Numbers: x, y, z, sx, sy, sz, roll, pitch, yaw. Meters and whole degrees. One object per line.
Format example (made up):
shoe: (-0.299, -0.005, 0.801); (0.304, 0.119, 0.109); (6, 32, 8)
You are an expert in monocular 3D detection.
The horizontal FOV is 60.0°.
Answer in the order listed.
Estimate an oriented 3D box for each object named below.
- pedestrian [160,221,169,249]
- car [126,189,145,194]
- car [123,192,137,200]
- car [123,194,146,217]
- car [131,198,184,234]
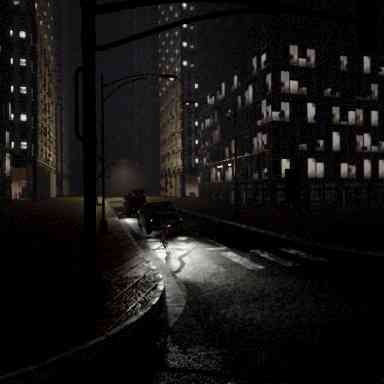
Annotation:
pedestrian: (-0.989, 1.556, 12.434); (0.500, 1.100, 0.500); (0, 0, -16)
car: (-8.317, 0.543, 50.499); (2.150, 2.045, 5.566); (-1, 1, -16)
car: (-11.354, 0.739, 60.773); (1.994, 1.385, 4.181); (-1, 1, -16)
car: (-4.623, 1.169, 27.509); (1.837, 1.490, 4.892); (-1, 1, -16)
car: (-1.782, 1.293, 17.856); (2.128, 1.511, 4.902); (-1, 1, -16)
